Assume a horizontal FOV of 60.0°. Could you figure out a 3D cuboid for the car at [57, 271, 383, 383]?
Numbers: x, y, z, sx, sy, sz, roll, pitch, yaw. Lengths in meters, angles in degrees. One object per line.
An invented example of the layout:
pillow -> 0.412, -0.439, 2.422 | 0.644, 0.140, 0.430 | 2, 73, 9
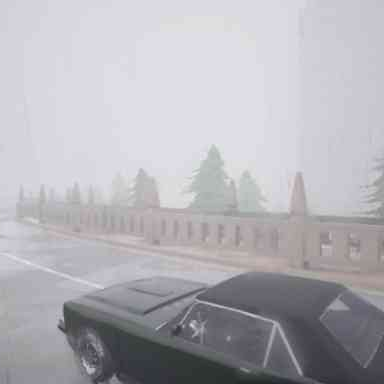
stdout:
car -> 0.556, 1.616, 3.706 | 4.718, 1.301, 1.895 | 0, 0, 37
